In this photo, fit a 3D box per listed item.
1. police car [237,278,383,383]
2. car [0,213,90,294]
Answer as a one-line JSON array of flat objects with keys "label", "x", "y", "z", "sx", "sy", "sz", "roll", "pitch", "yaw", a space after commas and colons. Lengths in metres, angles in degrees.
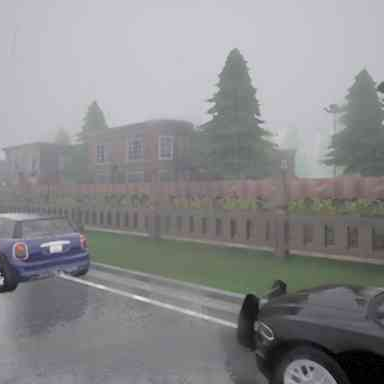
[{"label": "police car", "x": 2.889, "y": 1.425, "z": 2.981, "sx": 5.238, "sy": 1.638, "sz": 1.930, "roll": 0, "pitch": 0, "yaw": 38}, {"label": "car", "x": -4.844, "y": 1.344, "z": 9.098, "sx": 4.553, "sy": 1.767, "sz": 2.097, "roll": 0, "pitch": 0, "yaw": 38}]
